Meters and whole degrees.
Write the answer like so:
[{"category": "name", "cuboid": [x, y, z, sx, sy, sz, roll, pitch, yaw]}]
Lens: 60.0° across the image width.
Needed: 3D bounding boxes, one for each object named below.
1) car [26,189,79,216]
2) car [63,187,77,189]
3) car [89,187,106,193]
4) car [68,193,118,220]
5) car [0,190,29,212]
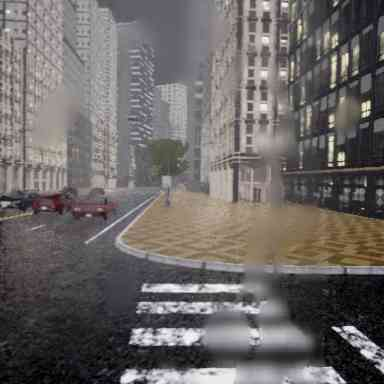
[{"category": "car", "cuboid": [-9.130, 0.752, 22.508, 1.812, 1.442, 4.674, 1, 1, -4]}, {"category": "car", "cuboid": [-17.304, 0.086, 46.898, 1.837, 1.490, 4.892, 1, 1, -3]}, {"category": "car", "cuboid": [-14.215, 0.083, 50.019, 1.837, 1.490, 4.892, 1, 1, -3]}, {"category": "car", "cuboid": [-5.730, 0.936, 20.303, 1.895, 1.301, 4.718, 1, 1, -3]}, {"category": "car", "cuboid": [-12.723, 0.604, 24.758, 2.128, 1.511, 4.902, 1, 1, -4]}]
